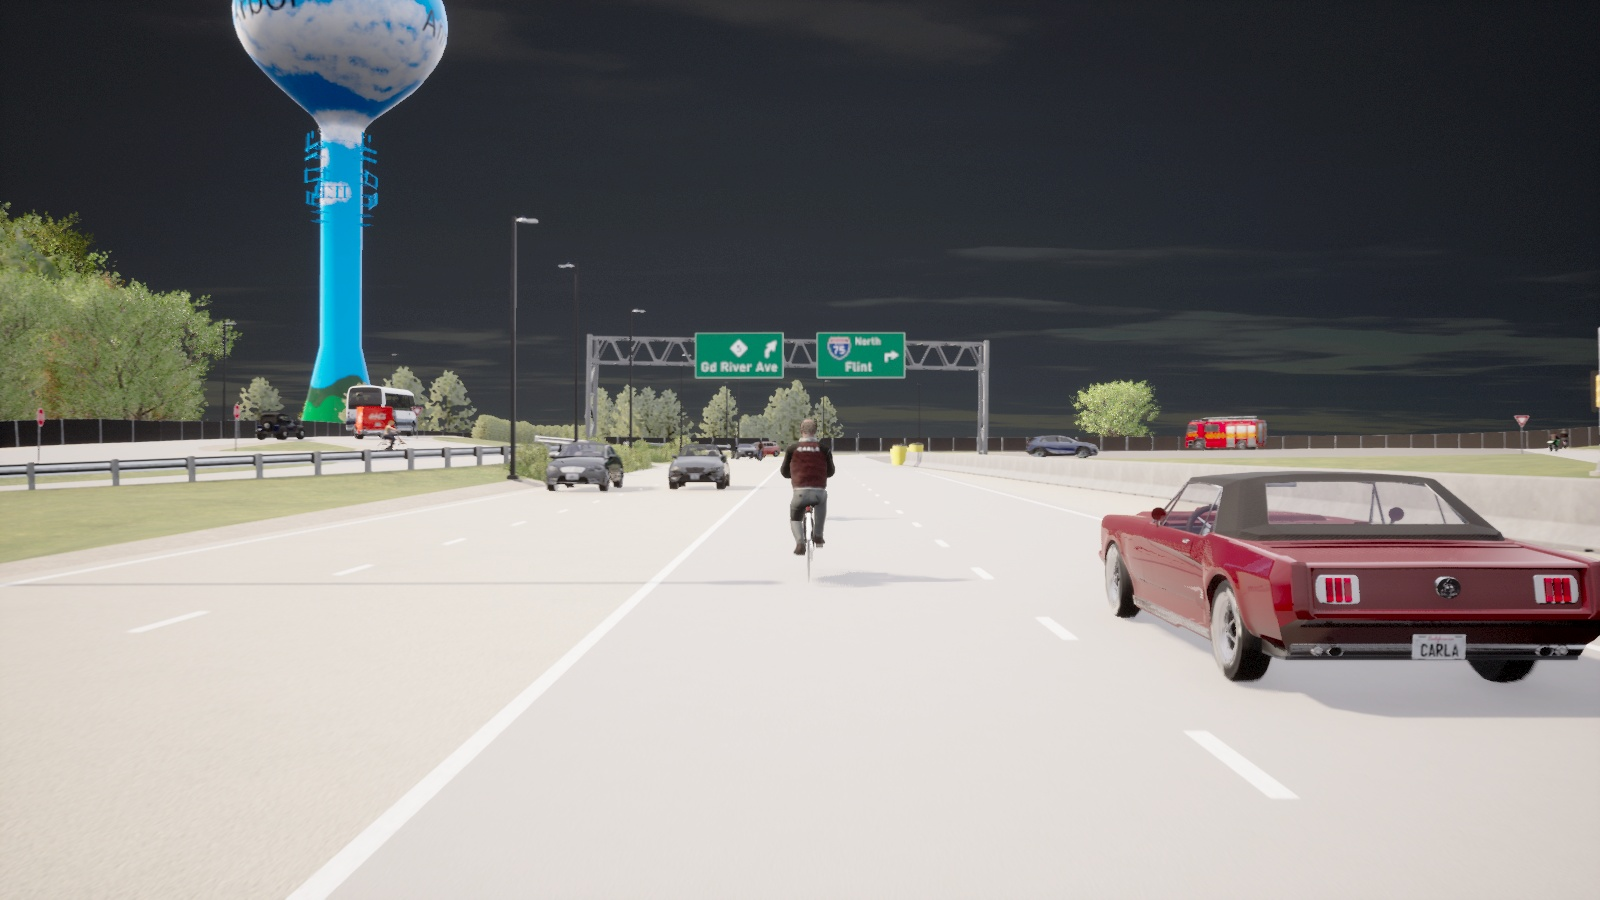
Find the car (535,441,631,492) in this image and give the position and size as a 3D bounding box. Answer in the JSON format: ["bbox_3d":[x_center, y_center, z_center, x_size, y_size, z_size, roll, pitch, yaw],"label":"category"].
[{"bbox_3d":[-6.759,0.471,39.641,2.128,1.511,4.902,0,0,0],"label":"car"}]

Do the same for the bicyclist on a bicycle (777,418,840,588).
[{"bbox_3d":[0.096,0.543,14.055,0.659,1.776,1.843,0,1,0],"label":"bicyclist on a bicycle"}]

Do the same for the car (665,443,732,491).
[{"bbox_3d":[-3.252,0.527,40.823,1.816,1.474,4.193,0,0,0],"label":"car"}]

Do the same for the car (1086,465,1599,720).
[{"bbox_3d":[3.568,0.801,9.182,1.895,1.301,4.718,0,0,0],"label":"car"}]

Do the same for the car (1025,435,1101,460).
[{"bbox_3d":[17.975,-0.177,85.739,4.856,1.649,2.033,-1,0,18],"label":"car"}]

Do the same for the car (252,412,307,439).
[{"bbox_3d":[-36.075,-1.718,87.110,1.905,1.878,3.866,0,2,7],"label":"car"}]
